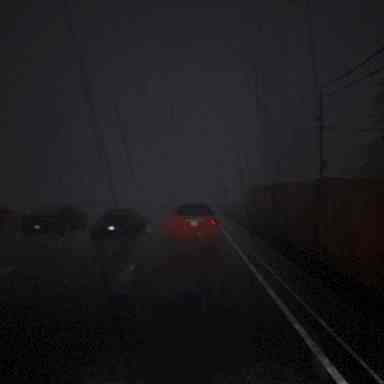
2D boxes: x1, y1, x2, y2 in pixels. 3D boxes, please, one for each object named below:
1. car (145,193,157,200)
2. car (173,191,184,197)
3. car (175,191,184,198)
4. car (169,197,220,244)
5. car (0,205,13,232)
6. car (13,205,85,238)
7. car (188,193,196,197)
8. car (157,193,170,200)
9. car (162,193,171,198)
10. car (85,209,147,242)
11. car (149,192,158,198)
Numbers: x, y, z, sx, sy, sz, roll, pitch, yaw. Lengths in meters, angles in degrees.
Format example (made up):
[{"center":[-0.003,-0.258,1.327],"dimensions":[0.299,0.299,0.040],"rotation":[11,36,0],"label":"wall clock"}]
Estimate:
[{"center":[-10.485,1.172,83.017],"dimensions":[1.994,1.385,4.181],"rotation":[0,0,0],"label":"car"},{"center":[-3.485,0.970,82.008],"dimensions":[2.097,1.767,4.553],"rotation":[0,0,0],"label":"car"},{"center":[-3.483,0.635,91.693],"dimensions":[2.150,2.045,5.566],"rotation":[0,0,0],"label":"car"},{"center":[0.095,1.281,15.467],"dimensions":[2.097,1.767,4.553],"rotation":[0,0,0],"label":"car"},{"center":[-10.401,1.398,17.294],"dimensions":[1.882,1.535,5.008],"rotation":[0,0,0],"label":"car"},{"center":[-6.901,1.398,17.298],"dimensions":[1.882,1.535,5.008],"rotation":[0,0,0],"label":"car"},{"center":[0.015,1.171,82.952],"dimensions":[1.994,1.385,4.181],"rotation":[0,0,0],"label":"car"},{"center":[-6.985,1.217,82.730],"dimensions":[1.895,1.301,4.718],"rotation":[0,0,0],"label":"car"},{"center":[-6.983,0.935,91.653],"dimensions":[2.128,1.511,4.902],"rotation":[0,0,0],"label":"car"},{"center":[-3.403,1.490,16.056],"dimensions":[1.994,1.385,4.181],"rotation":[0,0,0],"label":"car"},{"center":[-10.483,0.887,91.657],"dimensions":[1.882,1.535,5.008],"rotation":[0,0,0],"label":"car"}]
